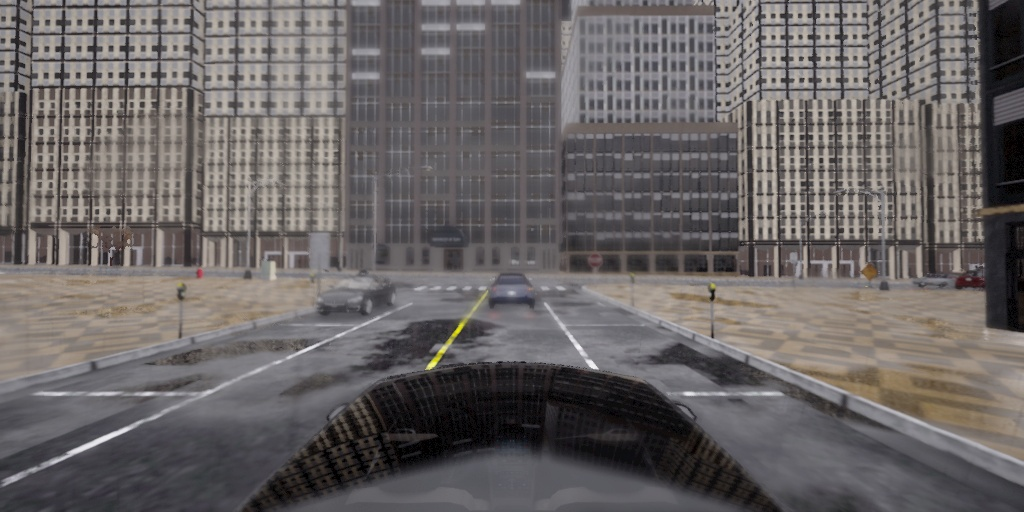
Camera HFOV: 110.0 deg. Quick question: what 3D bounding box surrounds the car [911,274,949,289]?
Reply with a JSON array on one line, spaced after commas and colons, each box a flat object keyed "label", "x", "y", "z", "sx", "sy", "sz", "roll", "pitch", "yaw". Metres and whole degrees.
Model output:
[{"label": "car", "x": 39.564, "y": 2.293, "z": 32.530, "sx": 4.718, "sy": 1.301, "sz": 1.895, "roll": 1, "pitch": -1, "yaw": 1}]

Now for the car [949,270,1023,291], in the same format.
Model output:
[{"label": "car", "x": 39.494, "y": 1.978, "z": 29.287, "sx": 4.553, "sy": 1.767, "sz": 2.097, "roll": 1, "pitch": -1, "yaw": 1}]

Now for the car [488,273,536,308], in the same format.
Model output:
[{"label": "car", "x": -0.002, "y": 1.450, "z": 16.084, "sx": 1.994, "sy": 1.385, "sz": 4.181, "roll": 0, "pitch": -1, "yaw": 0}]

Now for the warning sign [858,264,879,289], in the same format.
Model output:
[{"label": "warning sign", "x": 26.588, "y": 1.480, "z": 26.582, "sx": 1.060, "sy": 1.860, "sz": 1.300, "roll": 0, "pitch": 0, "yaw": 1}]

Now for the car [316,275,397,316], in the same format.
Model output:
[{"label": "car", "x": -5.823, "y": 1.416, "z": 13.905, "sx": 2.007, "sy": 1.370, "sz": 4.403, "roll": 0, "pitch": 0, "yaw": 0}]
